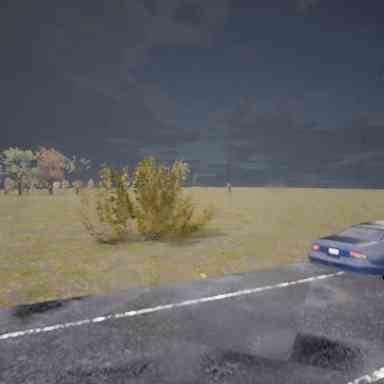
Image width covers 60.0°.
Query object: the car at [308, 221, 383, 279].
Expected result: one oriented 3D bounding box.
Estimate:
[{"bbox_3d":[5.848,1.566,9.640,5.357,1.411,2.033,0,0,-27],"label":"car"}]
